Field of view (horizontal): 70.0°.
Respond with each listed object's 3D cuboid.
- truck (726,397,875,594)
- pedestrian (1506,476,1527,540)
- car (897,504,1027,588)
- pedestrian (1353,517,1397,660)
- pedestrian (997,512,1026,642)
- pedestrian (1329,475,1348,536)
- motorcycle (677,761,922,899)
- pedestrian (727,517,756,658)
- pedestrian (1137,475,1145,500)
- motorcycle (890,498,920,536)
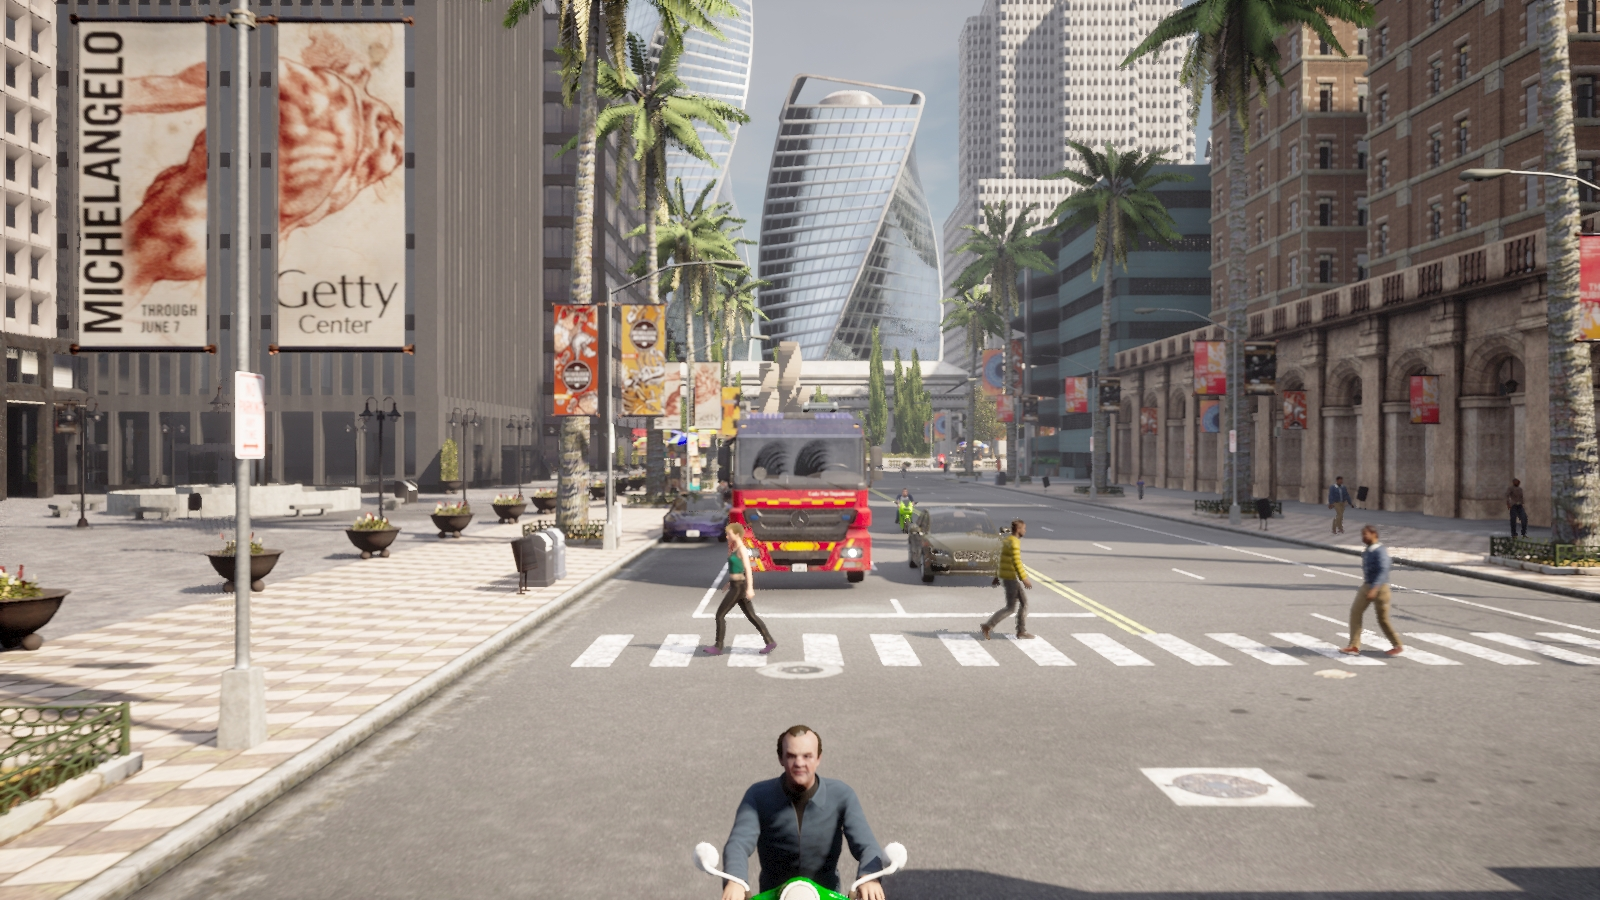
[{"bbox_3d":[0.004,0.885,26.412,2.891,3.827,8.468,0,0,0],"label":"truck"},{"bbox_3d":[20.929,1.689,33.388,0.375,1.860,0.375,0,0,-1],"label":"pedestrian"},{"bbox_3d":[3.498,2.056,25.600,2.231,1.480,4.892,0,0,0],"label":"car"},{"bbox_3d":[7.696,1.846,15.303,0.375,1.860,0.375,0,0,-6],"label":"pedestrian"},{"bbox_3d":[3.098,1.845,16.744,0.375,1.860,0.375,0,0,1],"label":"pedestrian"},{"bbox_3d":[16.458,1.689,34.931,0.375,1.860,0.375,0,0,-4],"label":"pedestrian"},{"bbox_3d":[-0.001,2.181,4.822,0.856,1.236,1.805,0,0,0],"label":"motorcycle"},{"bbox_3d":[-0.794,1.845,15.488,0.375,1.860,0.375,0,0,-7],"label":"pedestrian"},{"bbox_3d":[17.780,1.964,59.627,0.375,1.300,0.375,0,0,12],"label":"pedestrian"},{"bbox_3d":[3.498,2.205,38.102,0.803,1.145,2.033,0,0,0],"label":"motorcycle"}]
